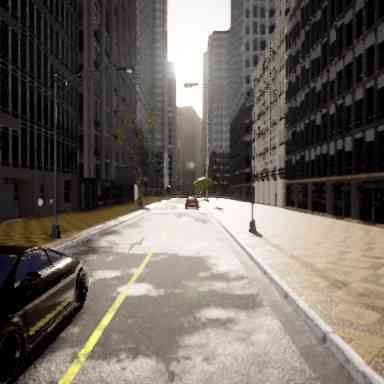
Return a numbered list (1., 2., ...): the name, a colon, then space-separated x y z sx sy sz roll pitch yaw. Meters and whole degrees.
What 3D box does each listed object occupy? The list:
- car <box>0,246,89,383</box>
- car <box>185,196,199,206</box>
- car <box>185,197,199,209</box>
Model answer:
1. car: -3.073 1.562 5.039 1.994 1.385 4.181 0 0 0
2. car: -0.001 1.502 56.015 2.128 1.511 4.902 0 0 0
3. car: -0.001 1.566 45.985 1.994 1.385 4.181 0 0 0
